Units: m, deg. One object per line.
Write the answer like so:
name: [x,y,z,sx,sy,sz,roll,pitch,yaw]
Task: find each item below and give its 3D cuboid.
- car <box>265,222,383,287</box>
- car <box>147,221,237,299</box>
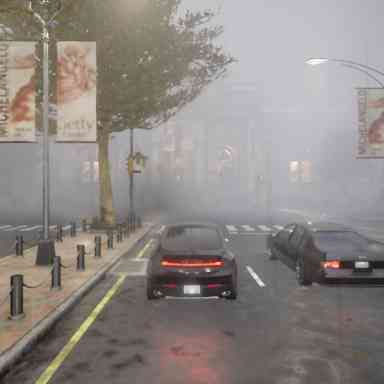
car: [3.494,1.546,9.362,2.033,1.411,5.357,0,0,0]
car: [-0.004,1.504,8.397,1.837,1.490,4.892,0,0,0]
